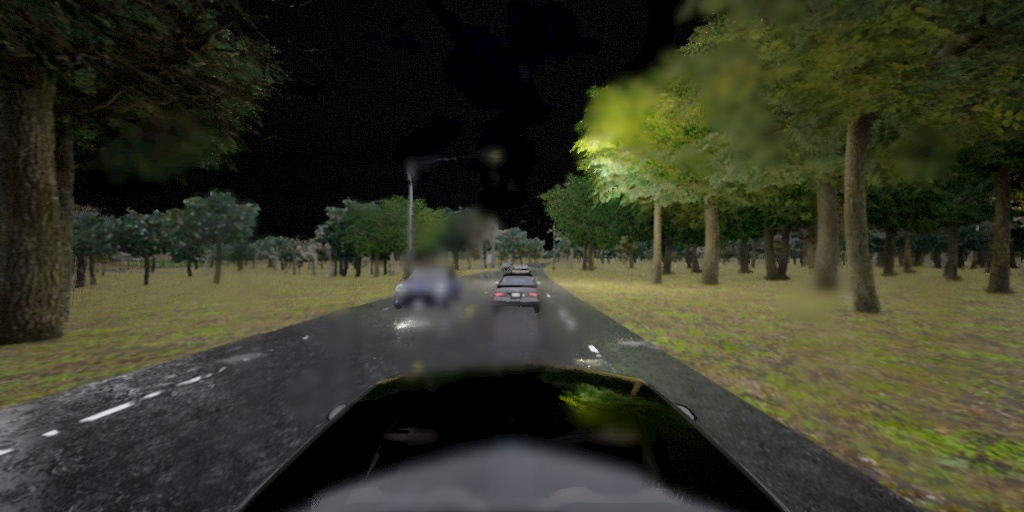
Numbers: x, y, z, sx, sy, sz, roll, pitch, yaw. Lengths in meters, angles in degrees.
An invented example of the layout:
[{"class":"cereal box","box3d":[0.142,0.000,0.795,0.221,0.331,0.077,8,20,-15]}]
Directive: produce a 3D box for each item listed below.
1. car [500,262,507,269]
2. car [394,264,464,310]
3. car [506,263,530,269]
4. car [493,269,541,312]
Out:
[{"class":"car","box3d":[-1.024,1.948,64.694,1.837,1.490,4.892,0,1,5]},{"class":"car","box3d":[-3.411,1.244,15.508,2.097,1.767,4.553,0,-1,1]},{"class":"car","box3d":[0.867,1.591,34.741,2.128,1.511,4.902,0,-1,3]},{"class":"car","box3d":[0.240,1.438,15.047,2.033,1.411,5.357,0,-1,2]}]
